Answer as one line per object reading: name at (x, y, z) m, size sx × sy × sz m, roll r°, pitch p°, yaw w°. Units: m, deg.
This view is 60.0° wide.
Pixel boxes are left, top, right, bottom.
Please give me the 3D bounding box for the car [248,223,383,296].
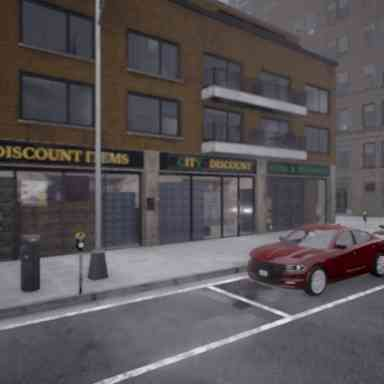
car at (3.404, 1.533, 8.616) m, size 4.507 × 1.381 × 1.887 m, roll 0°, pitch 0°, yaw -36°
